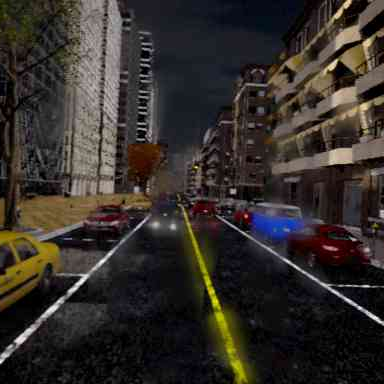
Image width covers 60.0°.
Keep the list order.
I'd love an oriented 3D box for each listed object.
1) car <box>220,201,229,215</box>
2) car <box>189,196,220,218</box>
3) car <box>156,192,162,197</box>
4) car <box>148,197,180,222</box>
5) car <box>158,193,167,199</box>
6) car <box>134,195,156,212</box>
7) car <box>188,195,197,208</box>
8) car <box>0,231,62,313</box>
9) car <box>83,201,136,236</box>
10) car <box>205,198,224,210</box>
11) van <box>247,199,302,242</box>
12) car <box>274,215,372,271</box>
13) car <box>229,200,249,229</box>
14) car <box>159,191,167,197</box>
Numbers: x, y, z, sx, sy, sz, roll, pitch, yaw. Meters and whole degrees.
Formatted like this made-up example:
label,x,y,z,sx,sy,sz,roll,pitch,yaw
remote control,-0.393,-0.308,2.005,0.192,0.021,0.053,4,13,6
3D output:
label,x,y,z,sx,sy,sz,roll,pitch,yaw
car,3.459,1.602,33.609,2.008,1.369,4.403,3,0,-3
car,1.032,1.416,29.867,1.882,1.535,5.008,3,0,-2
car,-5.410,1.101,44.276,1.887,1.381,4.507,3,0,-3
car,-1.914,1.369,24.932,1.994,1.385,4.181,3,0,-2
car,-7.156,0.928,82.146,1.947,1.339,4.313,3,0,-3
car,-4.892,1.147,33.052,1.752,1.417,4.829,3,0,-3
car,0.419,1.462,43.055,1.895,1.301,4.718,3,0,-2
car,-3.621,1.315,5.419,1.752,1.417,4.829,3,0,-3
car,-4.140,1.302,16.643,1.802,1.307,4.206,3,0,-3
car,2.950,1.538,44.663,2.008,1.369,4.403,3,0,-3
van,4.233,1.492,17.028,1.690,1.788,3.998,3,0,-3
car,4.474,1.767,11.503,1.802,1.307,4.206,3,0,-3
car,3.973,1.558,22.555,1.967,1.590,4.097,3,0,-3
car,-6.889,0.704,76.628,2.192,1.841,5.009,3,0,-3
